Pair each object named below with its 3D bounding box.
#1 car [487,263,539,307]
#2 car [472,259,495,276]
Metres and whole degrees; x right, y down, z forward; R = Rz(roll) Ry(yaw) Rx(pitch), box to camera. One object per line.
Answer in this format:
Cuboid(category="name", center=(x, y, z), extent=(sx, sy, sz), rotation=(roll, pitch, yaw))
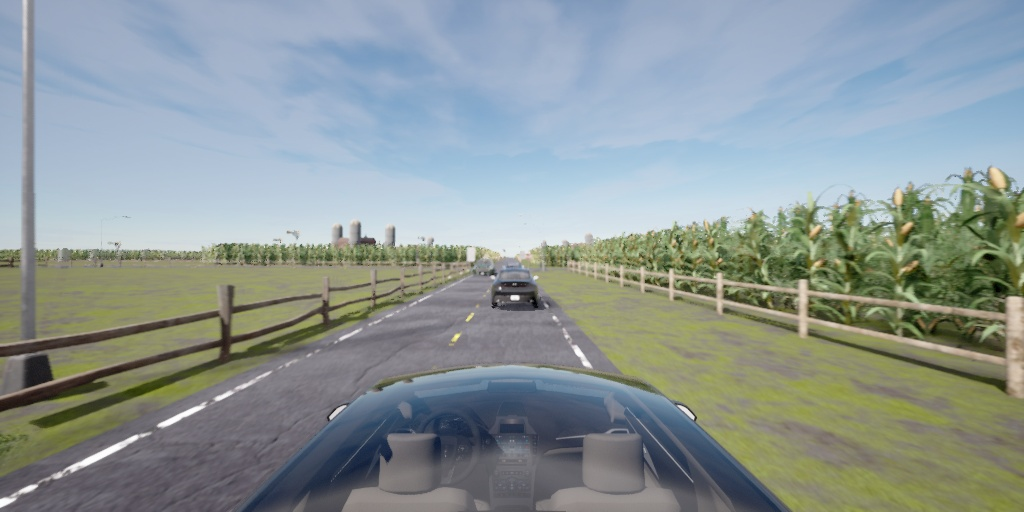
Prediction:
Cuboid(category="car", center=(0.109, 1.264, 15.516), extent=(1.837, 1.490, 4.892), rotation=(0, 0, 0))
Cuboid(category="car", center=(-2.795, 1.113, 36.530), extent=(2.097, 1.767, 4.553), rotation=(0, 0, 0))
